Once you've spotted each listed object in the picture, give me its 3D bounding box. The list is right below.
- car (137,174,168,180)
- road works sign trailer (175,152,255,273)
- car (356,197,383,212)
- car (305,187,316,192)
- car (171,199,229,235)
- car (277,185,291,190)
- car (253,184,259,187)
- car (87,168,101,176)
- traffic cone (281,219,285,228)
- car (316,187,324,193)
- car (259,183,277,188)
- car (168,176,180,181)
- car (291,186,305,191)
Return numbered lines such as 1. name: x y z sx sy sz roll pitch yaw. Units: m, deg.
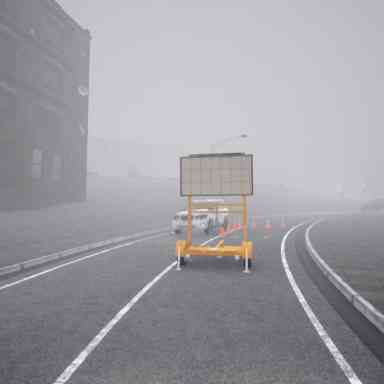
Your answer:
1. car: -7.137 -2.323 56.840 4.892 1.521 2.231 2 -5 -33
2. road works sign trailer: 0.841 0.530 11.043 2.380 3.560 2.880 -1 -1 12
3. car: 29.466 2.192 53.544 5.566 2.045 2.150 2 -5 -31
4. car: 28.270 -0.375 83.549 4.553 1.767 2.185 4 -6 -41
5. car: 0.682 1.474 20.932 2.150 2.045 5.566 -2 -2 22
6. car: 19.897 -0.794 76.338 4.674 1.452 2.002 4 -6 -39
7. car: 11.074 -1.500 69.396 4.553 1.767 2.185 3 -6 -36
8. car: -16.332 -2.839 50.931 4.553 1.767 2.185 2 -5 -33
9. traffic cone: 6.252 2.136 22.870 0.340 0.580 0.340 -2 -1 17
10. car: 32.410 -0.164 87.331 5.566 2.045 2.435 5 -6 -42
11. car: 15.601 -1.073 72.884 4.792 1.488 2.163 3 -6 -38
12. car: -2.503 -2.114 59.832 4.892 1.521 2.231 3 -5 -33
13. car: 24.043 -0.560 79.824 4.892 1.521 2.231 4 -6 -40
